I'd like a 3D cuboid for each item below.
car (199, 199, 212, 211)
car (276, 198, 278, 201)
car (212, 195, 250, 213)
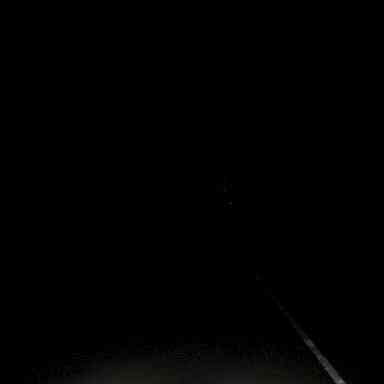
[{"bbox_3d":[2.815,1.583,41.586,1.882,1.535,5.008,0,-1,34],"label":"car"},{"bbox_3d":[17.307,1.723,65.112,4.181,1.385,1.994,0,0,-25],"label":"car"},{"bbox_3d":[4.882,1.322,38.507,2.150,2.045,5.566,0,0,31],"label":"car"}]
